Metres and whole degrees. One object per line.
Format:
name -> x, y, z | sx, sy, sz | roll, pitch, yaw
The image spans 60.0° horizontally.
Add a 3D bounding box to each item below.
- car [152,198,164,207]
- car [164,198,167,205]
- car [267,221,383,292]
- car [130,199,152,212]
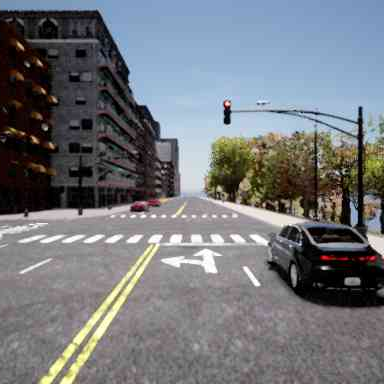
car -> -6.557, 1.847, 58.044 | 1.882, 1.535, 5.008 | 0, 0, 0
car -> -6.509, 1.951, 73.317 | 1.882, 1.535, 5.008 | 0, 0, 0
car -> 3.313, 1.561, 9.075 | 1.837, 1.490, 4.892 | 0, 0, 2
car -> -6.594, 1.863, 42.066 | 1.895, 1.301, 4.718 | 0, 0, 0
